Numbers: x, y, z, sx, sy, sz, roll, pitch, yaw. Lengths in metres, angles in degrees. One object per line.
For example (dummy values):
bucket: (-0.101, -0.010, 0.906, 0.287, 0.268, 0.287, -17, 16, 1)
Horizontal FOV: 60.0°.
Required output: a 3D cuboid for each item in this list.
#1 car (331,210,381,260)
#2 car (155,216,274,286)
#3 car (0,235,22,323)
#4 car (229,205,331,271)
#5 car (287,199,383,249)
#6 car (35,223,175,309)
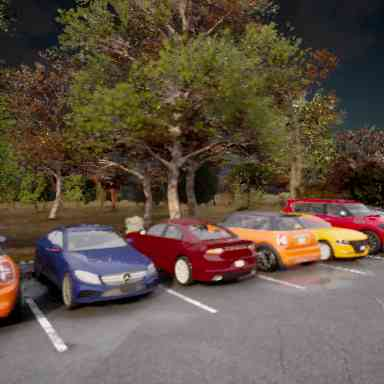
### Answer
car: (4.226, 1.585, 13.070, 2.097, 1.535, 5.008, 1, 0, -35)
car: (-0.305, 1.532, 9.832, 2.097, 1.535, 5.008, 1, 0, -35)
car: (-4.825, 1.351, 6.580, 2.185, 1.767, 4.553, 1, 0, -35)
car: (1.979, 1.433, 11.426, 2.185, 1.767, 4.553, 1, 0, -35)
car: (6.516, 1.360, 14.662, 2.435, 2.045, 5.566, 1, 0, -35)
car: (-2.578, 1.545, 8.223, 2.002, 1.452, 4.674, 1, 0, -35)
